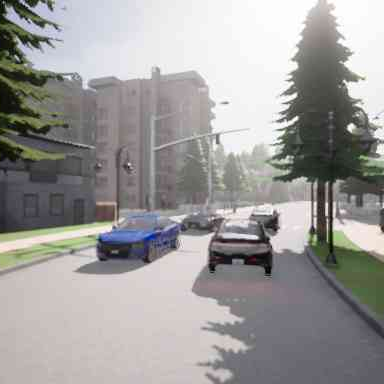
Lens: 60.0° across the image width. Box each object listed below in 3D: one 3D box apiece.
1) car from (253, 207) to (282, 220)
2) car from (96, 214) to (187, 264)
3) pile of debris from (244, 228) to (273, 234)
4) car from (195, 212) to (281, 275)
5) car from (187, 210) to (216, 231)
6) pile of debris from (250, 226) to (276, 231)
[{"bbox_3d":[4.946,1.790,22.438,2.128,1.511,4.902,0,-1,18],"label":"car"},{"bbox_3d":[-1.850,1.643,12.876,1.882,1.535,5.008,0,-1,13],"label":"car"},{"bbox_3d":[4.218,2.459,20.957,1.500,0.140,1.860,0,-1,21],"label":"pile of debris"},{"bbox_3d":[1.678,1.642,11.088,2.128,1.511,4.902,0,-1,11],"label":"car"},{"bbox_3d":[0.798,1.889,21.810,1.994,1.385,4.181,0,-1,21],"label":"car"},{"bbox_3d":[4.923,2.485,22.829,1.500,0.140,1.860,0,-1,21],"label":"pile of debris"}]
